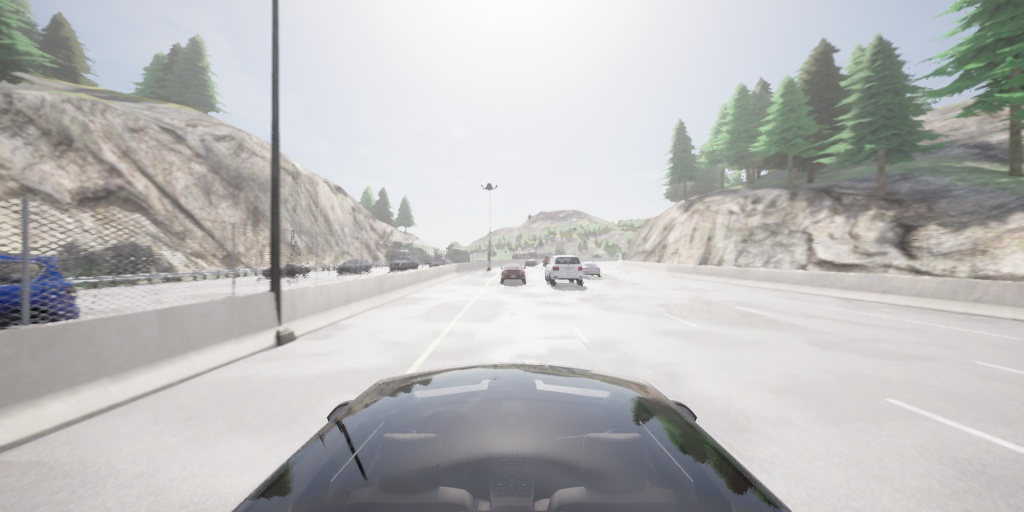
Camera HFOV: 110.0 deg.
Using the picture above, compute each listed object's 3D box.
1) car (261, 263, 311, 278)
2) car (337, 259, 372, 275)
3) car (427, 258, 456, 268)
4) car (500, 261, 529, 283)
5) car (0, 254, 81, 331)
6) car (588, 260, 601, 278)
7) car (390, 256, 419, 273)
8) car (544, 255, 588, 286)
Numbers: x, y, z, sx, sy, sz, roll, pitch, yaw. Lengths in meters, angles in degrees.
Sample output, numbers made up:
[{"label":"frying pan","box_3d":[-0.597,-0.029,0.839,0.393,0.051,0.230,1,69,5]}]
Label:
[{"label":"car","box_3d":[-20.998,1.354,33.508,1.895,1.301,4.718,0,0,1]},{"label":"car","box_3d":[-17.296,1.108,39.519,2.097,1.767,4.553,0,0,3]},{"label":"car","box_3d":[-9.600,1.108,49.176,2.097,1.767,4.553,0,0,6]},{"label":"car","box_3d":[0.108,1.280,27.446,1.812,1.442,4.674,0,0,0]},{"label":"car","box_3d":[-10.597,0.971,5.518,2.150,2.045,5.566,0,0,0]},{"label":"car","box_3d":[7.184,1.281,33.988,1.812,1.442,4.674,0,0,1]},{"label":"car","box_3d":[-13.463,0.972,45.196,2.150,2.045,5.566,0,0,5]},{"label":"car","box_3d":[3.599,0.975,25.461,2.150,2.045,5.566,0,0,0]}]
